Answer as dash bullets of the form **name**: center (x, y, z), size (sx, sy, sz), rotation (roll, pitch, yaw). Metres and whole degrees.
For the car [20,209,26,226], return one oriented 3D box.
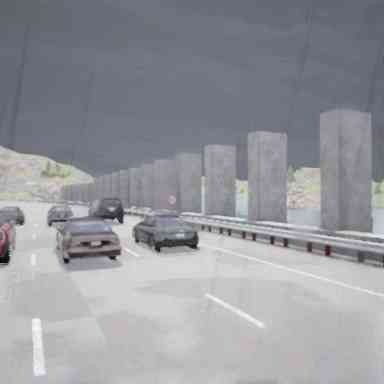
- **car**: center (-13.880, 1.801, 25.475), size (1.994, 1.385, 4.181), rotation (0, -1, -24)

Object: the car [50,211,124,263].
- **car**: center (-4.057, 1.667, 12.633), size (2.033, 1.411, 5.357), rotation (0, -1, -25)

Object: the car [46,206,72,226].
- **car**: center (-10.321, 1.793, 26.102), size (2.033, 1.411, 5.357), rotation (0, -1, -25)

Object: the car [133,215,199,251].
- **car**: center (-1.304, 1.709, 15.032), size (1.994, 1.385, 4.181), rotation (0, -1, -25)

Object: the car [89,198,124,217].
- **car**: center (-7.161, 1.486, 27.610), size (2.150, 2.045, 5.566), rotation (0, 0, -25)

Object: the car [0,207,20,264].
- **car**: center (-7.592, 1.462, 11.957), size (2.097, 1.767, 4.553), rotation (0, -1, -25)
